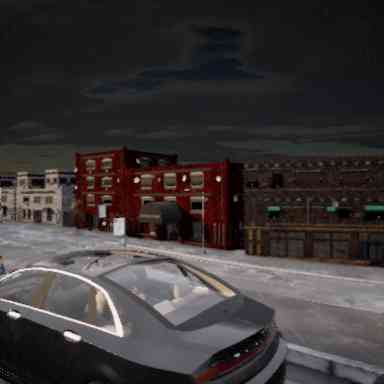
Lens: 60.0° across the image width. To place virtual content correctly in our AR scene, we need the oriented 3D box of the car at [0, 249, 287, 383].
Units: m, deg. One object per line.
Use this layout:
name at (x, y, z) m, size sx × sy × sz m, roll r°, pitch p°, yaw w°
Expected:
car at (-1.323, 1.487, 4.189) m, size 4.892 × 1.521 × 2.231 m, roll 0°, pitch 0°, yaw 35°
